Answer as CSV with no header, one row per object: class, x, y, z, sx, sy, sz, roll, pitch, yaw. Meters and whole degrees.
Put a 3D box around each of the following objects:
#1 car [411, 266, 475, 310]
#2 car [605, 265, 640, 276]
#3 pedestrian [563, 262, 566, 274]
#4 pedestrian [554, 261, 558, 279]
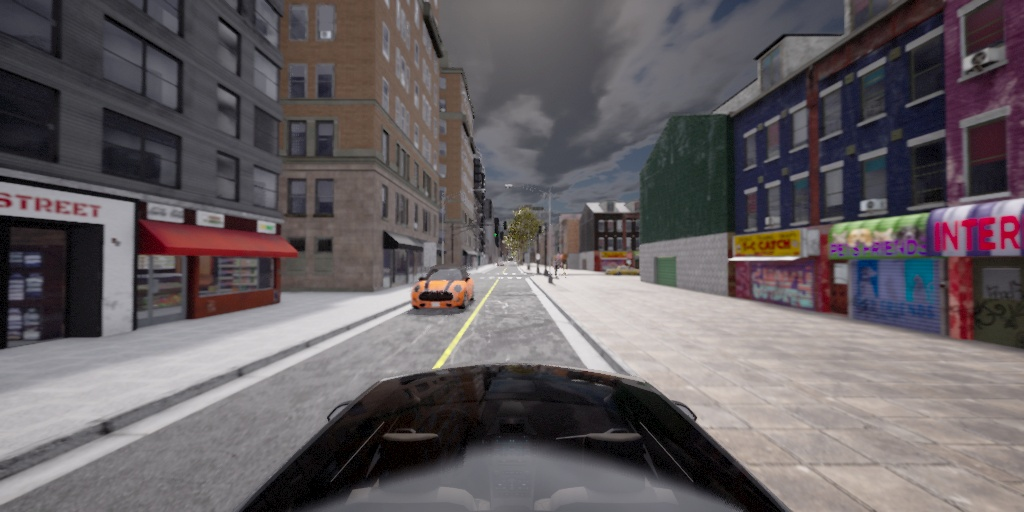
car,-2.850,1.262,15.626,2.097,1.767,4.553,0,-1,0
car,13.875,1.796,43.535,4.829,1.417,1.751,0,0,0
pedestrian,5.502,1.197,37.381,0.375,1.300,0.375,0,-1,0
pedestrian,4.502,1.420,36.777,0.375,1.860,0.375,0,-1,0
